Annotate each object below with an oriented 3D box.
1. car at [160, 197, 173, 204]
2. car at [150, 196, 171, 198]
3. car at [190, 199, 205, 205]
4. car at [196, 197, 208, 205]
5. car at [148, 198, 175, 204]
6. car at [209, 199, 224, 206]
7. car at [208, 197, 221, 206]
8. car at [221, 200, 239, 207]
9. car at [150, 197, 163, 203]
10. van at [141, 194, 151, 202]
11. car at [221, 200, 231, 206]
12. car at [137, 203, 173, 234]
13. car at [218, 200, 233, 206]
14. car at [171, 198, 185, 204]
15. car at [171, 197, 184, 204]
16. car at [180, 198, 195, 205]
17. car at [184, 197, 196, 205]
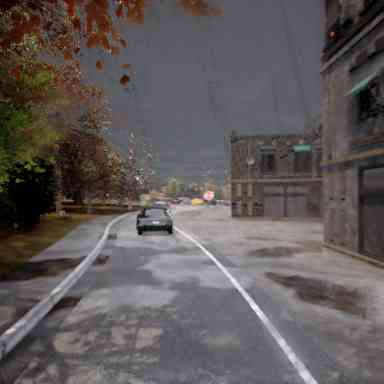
[{"bbox_3d":[-6.472,2.149,85.389,2.002,1.452,4.674,4,-2,-21],"label":"car"},{"bbox_3d":[-6.740,1.710,71.227,2.163,1.488,4.792,4,-2,-21],"label":"car"},{"bbox_3d":[1.378,2.607,88.621,1.946,1.575,5.366,3,-2,-21],"label":"car"},{"bbox_3d":[1.024,2.213,74.256,2.097,1.535,5.008,3,-2,-21],"label":"car"},{"bbox_3d":[-3.472,1.709,38.316,1.812,1.442,4.674,0,-1,3],"label":"car"},{"bbox_3d":[6.520,2.877,90.407,2.097,1.535,5.008,3,-1,-21],"label":"car"},{"bbox_3d":[3.626,2.126,75.300,2.435,2.045,5.566,3,-2,-21],"label":"car"},{"bbox_3d":[8.819,2.704,77.245,2.163,1.488,4.792,3,-1,-21],"label":"car"},{"bbox_3d":[-9.064,1.969,84.386,2.002,1.452,4.674,4,-2,-21],"label":"car"},{"bbox_3d":[-11.491,1.532,83.311,1.878,1.987,4.442,4,-1,-21],"label":"van"},{"bbox_3d":[6.223,2.532,76.266,2.231,1.521,4.892,3,-2,-21],"label":"car"},{"bbox_3d":[-2.236,1.580,19.493,1.994,1.385,4.181,0,0,-9],"label":"car"},{"bbox_3d":[9.120,3.000,91.412,2.097,1.535,5.008,3,-1,-21],"label":"car"},{"bbox_3d":[-3.770,2.320,86.462,2.163,1.488,4.792,4,-2,-21],"label":"car"},{"bbox_3d":[-4.170,1.891,72.284,2.163,1.488,4.792,4,-2,-21],"label":"car"},{"bbox_3d":[-1.225,2.452,87.614,1.946,1.575,5.366,3,-2,-21],"label":"car"},{"bbox_3d":[-1.569,1.916,73.293,2.185,1.767,4.553,4,-2,-21],"label":"car"}]
